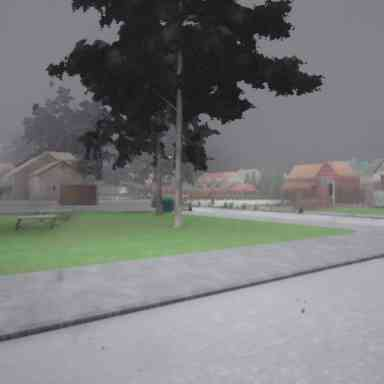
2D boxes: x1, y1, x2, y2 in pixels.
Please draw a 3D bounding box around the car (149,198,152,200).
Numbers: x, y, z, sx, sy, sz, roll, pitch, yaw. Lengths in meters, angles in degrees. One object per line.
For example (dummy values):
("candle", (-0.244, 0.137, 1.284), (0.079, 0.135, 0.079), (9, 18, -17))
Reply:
("car", (-6.206, 1.719, 53.278), (1.812, 1.442, 4.674), (1, -1, -35))
